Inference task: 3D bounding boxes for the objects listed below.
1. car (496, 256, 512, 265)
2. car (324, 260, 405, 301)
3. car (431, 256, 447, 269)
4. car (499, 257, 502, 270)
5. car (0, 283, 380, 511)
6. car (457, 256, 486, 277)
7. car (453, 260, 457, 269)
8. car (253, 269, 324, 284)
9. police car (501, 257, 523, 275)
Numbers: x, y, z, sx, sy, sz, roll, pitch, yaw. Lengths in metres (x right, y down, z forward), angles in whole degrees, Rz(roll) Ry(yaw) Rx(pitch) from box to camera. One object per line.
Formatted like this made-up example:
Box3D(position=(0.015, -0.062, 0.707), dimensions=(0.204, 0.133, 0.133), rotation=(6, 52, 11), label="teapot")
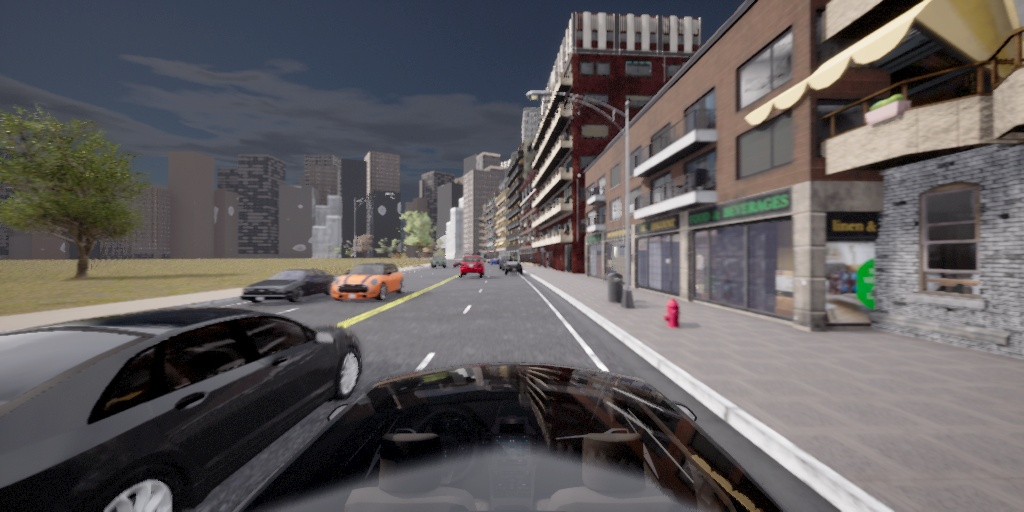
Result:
Box3D(position=(-0.856, 0.997, 55.070), dimensions=(2.150, 2.045, 5.566), rotation=(0, 0, -4), label="car")
Box3D(position=(-6.725, 1.104, 17.266), dimensions=(2.097, 1.767, 4.553), rotation=(0, 0, -1), label="car")
Box3D(position=(-11.950, 1.006, 59.061), dimensions=(2.150, 2.045, 5.566), rotation=(0, 0, -4), label="car")
Box3D(position=(-0.436, 1.274, 49.001), dimensions=(1.837, 1.490, 4.892), rotation=(0, 0, -4), label="car")
Box3D(position=(-3.162, 1.257, 3.508), dimensions=(1.837, 1.490, 4.892), rotation=(0, 1, 0), label="car")
Box3D(position=(-3.809, 0.983, 35.044), dimensions=(2.150, 2.045, 5.566), rotation=(0, 0, -3), label="car")
Box3D(position=(-8.713, 1.376, 59.402), dimensions=(1.895, 1.301, 4.718), rotation=(0, 0, -4), label="car")
Box3D(position=(-9.960, 1.299, 16.781), dimensions=(2.033, 1.411, 5.357), rotation=(0, 0, -1), label="car")
Box3D(position=(0.136, 1.188, 39.041), dimensions=(1.930, 1.638, 5.238), rotation=(0, 0, -3), label="police car")
